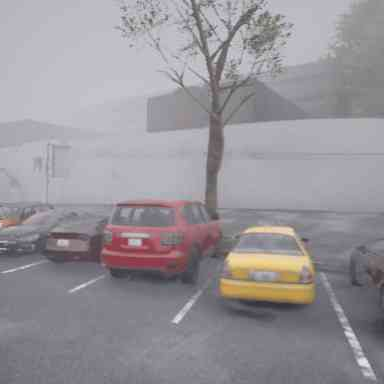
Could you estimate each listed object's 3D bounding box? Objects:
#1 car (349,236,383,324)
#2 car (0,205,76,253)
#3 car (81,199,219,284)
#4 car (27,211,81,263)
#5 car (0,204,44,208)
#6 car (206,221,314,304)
[{"bbox_3d":[4.341,1.528,6.380,2.002,1.452,4.674,0,-1,15],"label":"car"},{"bbox_3d":[-5.457,1.483,13.317,2.231,1.521,4.892,1,-1,15],"label":"car"},{"bbox_3d":[-0.551,1.232,9.884,2.435,2.045,5.566,0,-1,15],"label":"car"},{"bbox_3d":[-3.008,1.511,11.612,2.163,1.488,4.792,0,-1,15],"label":"car"},{"bbox_3d":[-7.903,1.357,15.072,2.185,1.767,4.553,0,-1,15],"label":"car"},{"bbox_3d":[1.942,1.485,8.300,1.946,1.575,5.366,0,-1,15],"label":"car"}]
